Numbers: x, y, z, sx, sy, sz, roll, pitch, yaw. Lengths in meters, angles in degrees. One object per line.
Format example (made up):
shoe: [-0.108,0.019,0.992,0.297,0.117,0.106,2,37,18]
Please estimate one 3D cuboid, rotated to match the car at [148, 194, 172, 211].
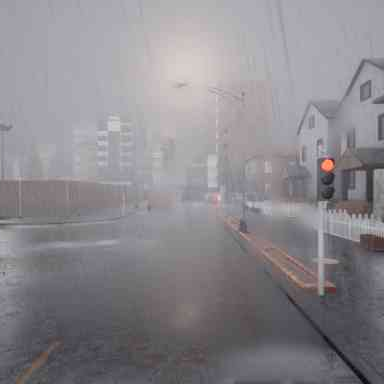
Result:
car: [-4.088,1.221,41.156,2.150,2.045,5.566,0,0,0]
